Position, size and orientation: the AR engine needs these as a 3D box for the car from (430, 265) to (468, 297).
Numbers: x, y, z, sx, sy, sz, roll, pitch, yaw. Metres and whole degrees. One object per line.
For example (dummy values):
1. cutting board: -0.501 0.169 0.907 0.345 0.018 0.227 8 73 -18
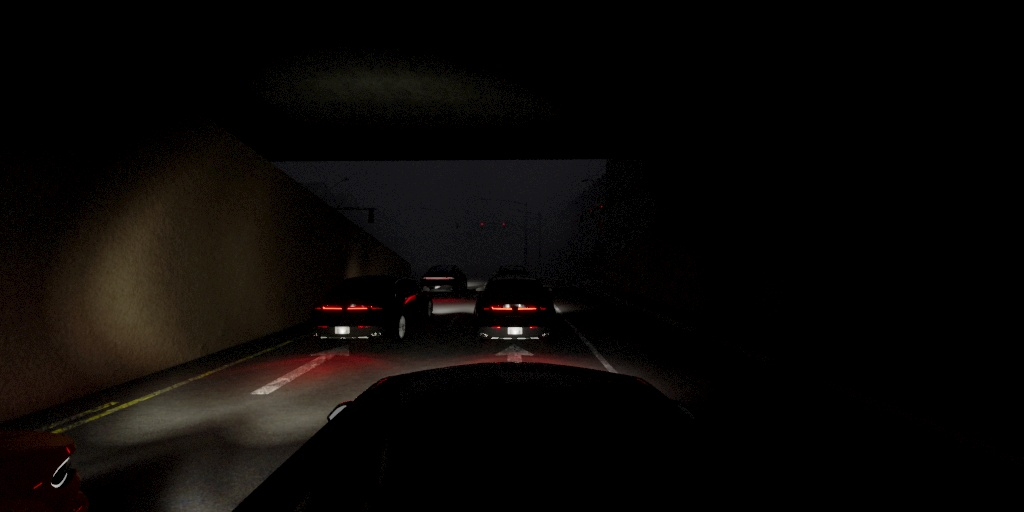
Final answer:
1. car: -3.484 1.242 18.994 2.128 1.511 4.902 0 0 -1

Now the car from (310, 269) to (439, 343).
1. car: -3.448 1.255 9.677 1.837 1.490 4.892 0 0 0

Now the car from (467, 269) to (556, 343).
1. car: 0.053 1.255 9.620 1.837 1.490 4.892 0 0 0

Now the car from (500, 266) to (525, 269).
1. car: 0.012 1.255 19.030 1.837 1.490 4.892 0 0 0
